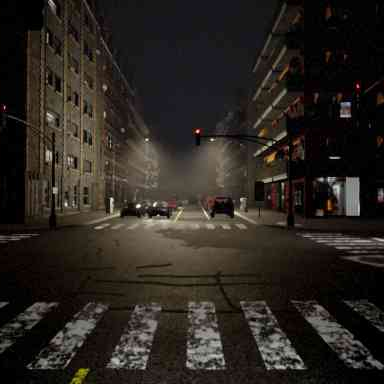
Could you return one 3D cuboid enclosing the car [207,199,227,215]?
[{"bbox_3d":[2.651,1.541,35.830,1.752,1.417,4.829,1,0,0],"label":"car"}]

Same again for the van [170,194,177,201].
[{"bbox_3d":[-5.125,1.591,91.259,1.690,1.788,3.998,1,0,0],"label":"van"}]

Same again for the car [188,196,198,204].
[{"bbox_3d":[0.206,1.602,70.287,1.882,1.535,5.008,0,0,0],"label":"car"}]

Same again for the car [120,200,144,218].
[{"bbox_3d":[-5.241,1.578,30.070,1.947,1.339,4.313,1,0,0],"label":"car"}]

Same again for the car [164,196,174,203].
[{"bbox_3d":[-5.159,1.673,74.395,1.752,1.417,4.829,1,0,0],"label":"car"}]

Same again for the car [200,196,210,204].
[{"bbox_3d":[2.711,1.558,69.023,1.967,1.590,4.097,1,0,0],"label":"car"}]

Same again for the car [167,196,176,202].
[{"bbox_3d":[-5.139,1.766,85.693,2.008,1.369,4.403,1,0,0],"label":"car"}]

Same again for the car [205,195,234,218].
[{"bbox_3d":[2.643,1.327,30.101,2.192,1.841,5.009,1,0,0],"label":"car"}]

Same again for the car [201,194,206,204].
[{"bbox_3d":[2.663,1.337,41.225,2.192,1.841,5.009,1,0,0],"label":"car"}]

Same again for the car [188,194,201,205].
[{"bbox_3d":[0.220,1.552,59.847,1.882,1.535,5.008,0,0,0],"label":"car"}]

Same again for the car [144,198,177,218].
[{"bbox_3d":[-2.790,1.559,30.279,2.033,1.411,5.357,0,0,0],"label":"car"}]

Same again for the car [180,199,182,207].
[{"bbox_3d":[-2.734,1.398,51.672,2.097,1.767,4.553,0,0,0],"label":"car"}]

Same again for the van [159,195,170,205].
[{"bbox_3d":[-5.176,1.430,63.438,1.690,1.788,3.998,1,0,0],"label":"van"}]

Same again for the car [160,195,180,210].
[{"bbox_3d":[-2.768,1.499,40.747,1.882,1.535,5.008,0,0,0],"label":"car"}]

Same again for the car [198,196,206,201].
[{"bbox_3d":[2.752,1.816,91.274,1.947,1.339,4.313,1,0,0],"label":"car"}]

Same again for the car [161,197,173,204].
[{"bbox_3d":[-5.170,1.669,69.003,2.008,1.369,4.403,1,0,0],"label":"car"}]

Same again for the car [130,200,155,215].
[{"bbox_3d":[-5.230,1.581,35.631,1.947,1.339,4.313,1,0,0],"label":"car"}]

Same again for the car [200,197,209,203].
[{"bbox_3d":[2.720,1.731,74.583,1.802,1.307,4.206,1,0,0],"label":"car"}]
